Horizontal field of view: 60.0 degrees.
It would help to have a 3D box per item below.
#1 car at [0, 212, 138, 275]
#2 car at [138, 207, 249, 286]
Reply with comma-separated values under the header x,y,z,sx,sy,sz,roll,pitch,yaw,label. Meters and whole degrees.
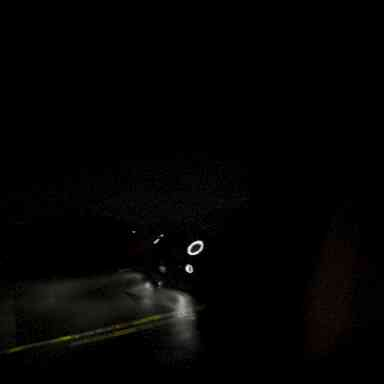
x,y,z,sx,sy,sz,roll,pitch,yaw,label
-3.876,1.363,9.994,4.674,1.442,1.812,0,1,-33,car
1.126,1.234,9.191,4.553,1.767,2.097,0,1,-36,car
